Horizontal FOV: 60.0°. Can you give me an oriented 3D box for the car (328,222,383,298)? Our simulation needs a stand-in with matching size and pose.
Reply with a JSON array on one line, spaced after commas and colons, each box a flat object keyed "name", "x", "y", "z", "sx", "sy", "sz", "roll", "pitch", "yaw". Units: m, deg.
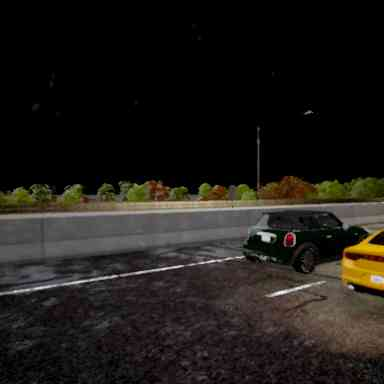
[{"name": "car", "x": 5.483, "y": 1.486, "z": 7.652, "sx": 5.008, "sy": 1.535, "sz": 1.882, "roll": 0, "pitch": 0, "yaw": -35}]

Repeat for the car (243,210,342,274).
[{"name": "car", "x": 3.856, "y": 1.360, "z": 10.791, "sx": 4.553, "sy": 1.767, "sz": 2.097, "roll": 0, "pitch": 0, "yaw": -35}]
